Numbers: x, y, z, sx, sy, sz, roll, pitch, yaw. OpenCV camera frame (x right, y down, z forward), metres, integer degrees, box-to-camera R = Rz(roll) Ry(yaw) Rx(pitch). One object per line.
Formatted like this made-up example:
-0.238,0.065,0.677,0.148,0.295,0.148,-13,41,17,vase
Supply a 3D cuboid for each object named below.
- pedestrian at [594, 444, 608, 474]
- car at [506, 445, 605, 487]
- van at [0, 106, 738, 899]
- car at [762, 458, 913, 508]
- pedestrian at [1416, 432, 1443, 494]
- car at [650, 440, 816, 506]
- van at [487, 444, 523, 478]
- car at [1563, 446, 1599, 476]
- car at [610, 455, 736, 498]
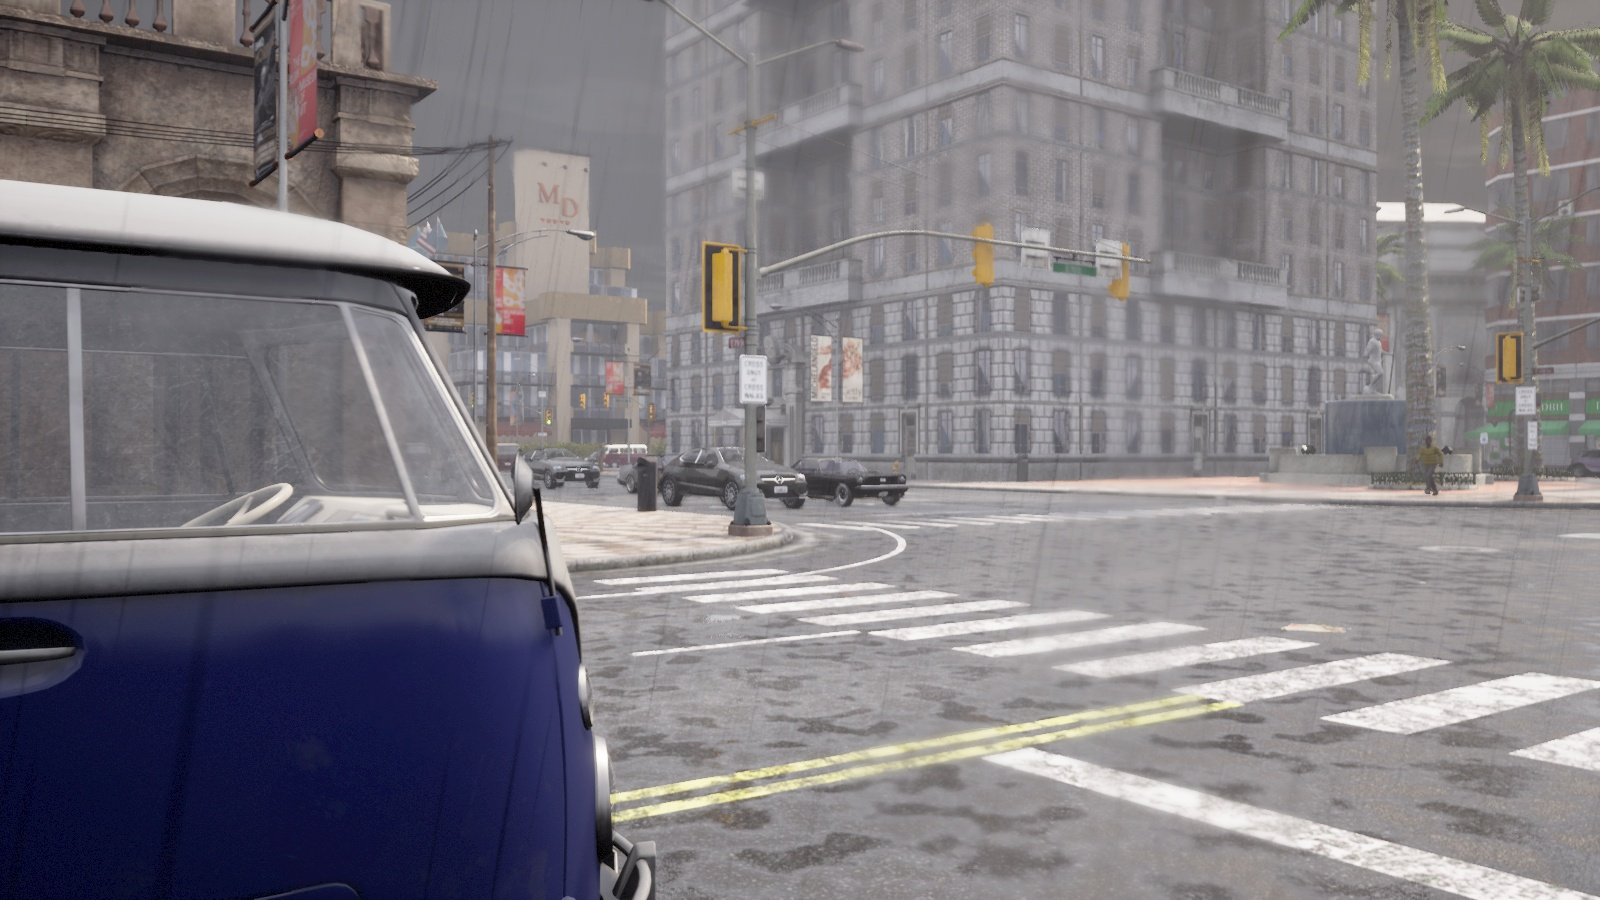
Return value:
-12.393,0.555,78.180,0.694,1.848,0.540,0,0,-43,pedestrian
-10.186,0.633,51.932,2.152,1.651,5.027,0,0,-35,car
-2.453,0.510,1.946,4.442,1.987,1.775,0,0,-35,van
0.998,0.892,36.005,1.895,1.301,4.718,0,0,-35,car
18.903,0.385,37.721,0.709,1.840,0.431,0,0,-36,pedestrian
-1.911,0.578,34.028,2.152,1.651,5.027,0,0,-35,car
-18.165,0.671,77.223,1.775,1.987,4.442,0,0,-17,van
44.551,0.607,68.594,2.033,1.649,4.856,0,0,-14,car
-4.522,0.870,43.886,2.033,1.411,5.357,0,0,-35,car
